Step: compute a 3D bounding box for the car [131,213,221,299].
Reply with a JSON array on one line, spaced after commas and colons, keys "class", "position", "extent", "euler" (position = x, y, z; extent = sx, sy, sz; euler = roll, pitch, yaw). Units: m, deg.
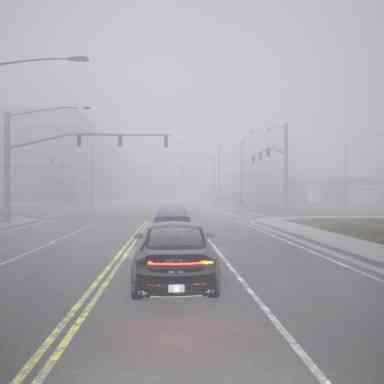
[{"class": "car", "position": [-0.438, 1.505, 8.458], "extent": [1.837, 1.490, 4.892], "euler": [0, 0, -4]}]

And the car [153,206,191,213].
[{"class": "car", "position": [-1.072, 1.477, 17.930], "extent": [1.882, 1.535, 5.008], "euler": [0, 0, -4]}]
